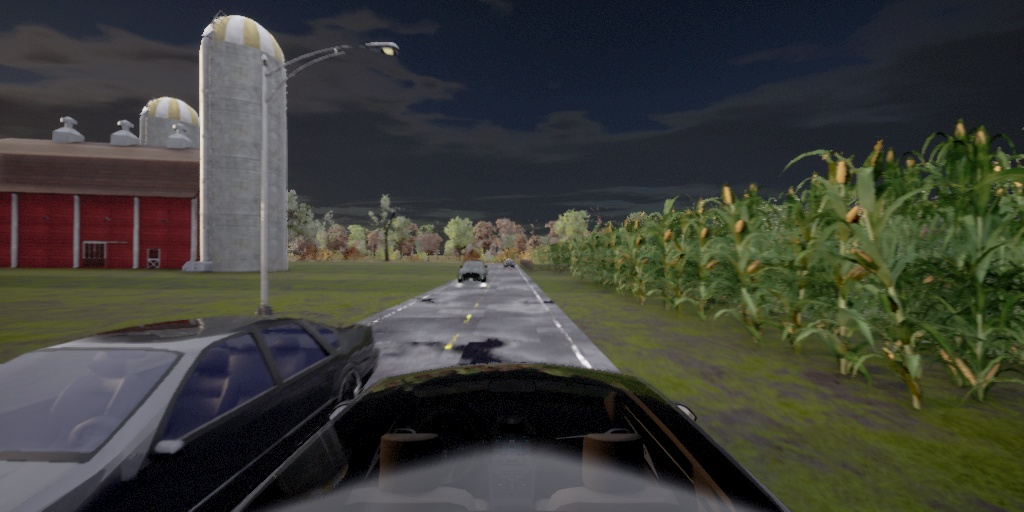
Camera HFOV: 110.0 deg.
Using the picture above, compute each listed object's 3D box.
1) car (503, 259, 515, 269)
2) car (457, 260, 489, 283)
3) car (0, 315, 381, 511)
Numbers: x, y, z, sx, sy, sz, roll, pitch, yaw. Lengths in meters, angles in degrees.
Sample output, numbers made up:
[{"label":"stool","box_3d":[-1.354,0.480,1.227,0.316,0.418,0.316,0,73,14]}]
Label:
[{"label":"car","box_3d":[-0.439,1.362,58.016,1.895,1.301,4.718,0,0,0]},{"label":"car","box_3d":[-2.945,1.106,27.993,2.097,1.767,4.553,0,0,0]},{"label":"car","box_3d":[-2.851,1.299,3.014,2.033,1.411,5.357,0,0,0]}]
